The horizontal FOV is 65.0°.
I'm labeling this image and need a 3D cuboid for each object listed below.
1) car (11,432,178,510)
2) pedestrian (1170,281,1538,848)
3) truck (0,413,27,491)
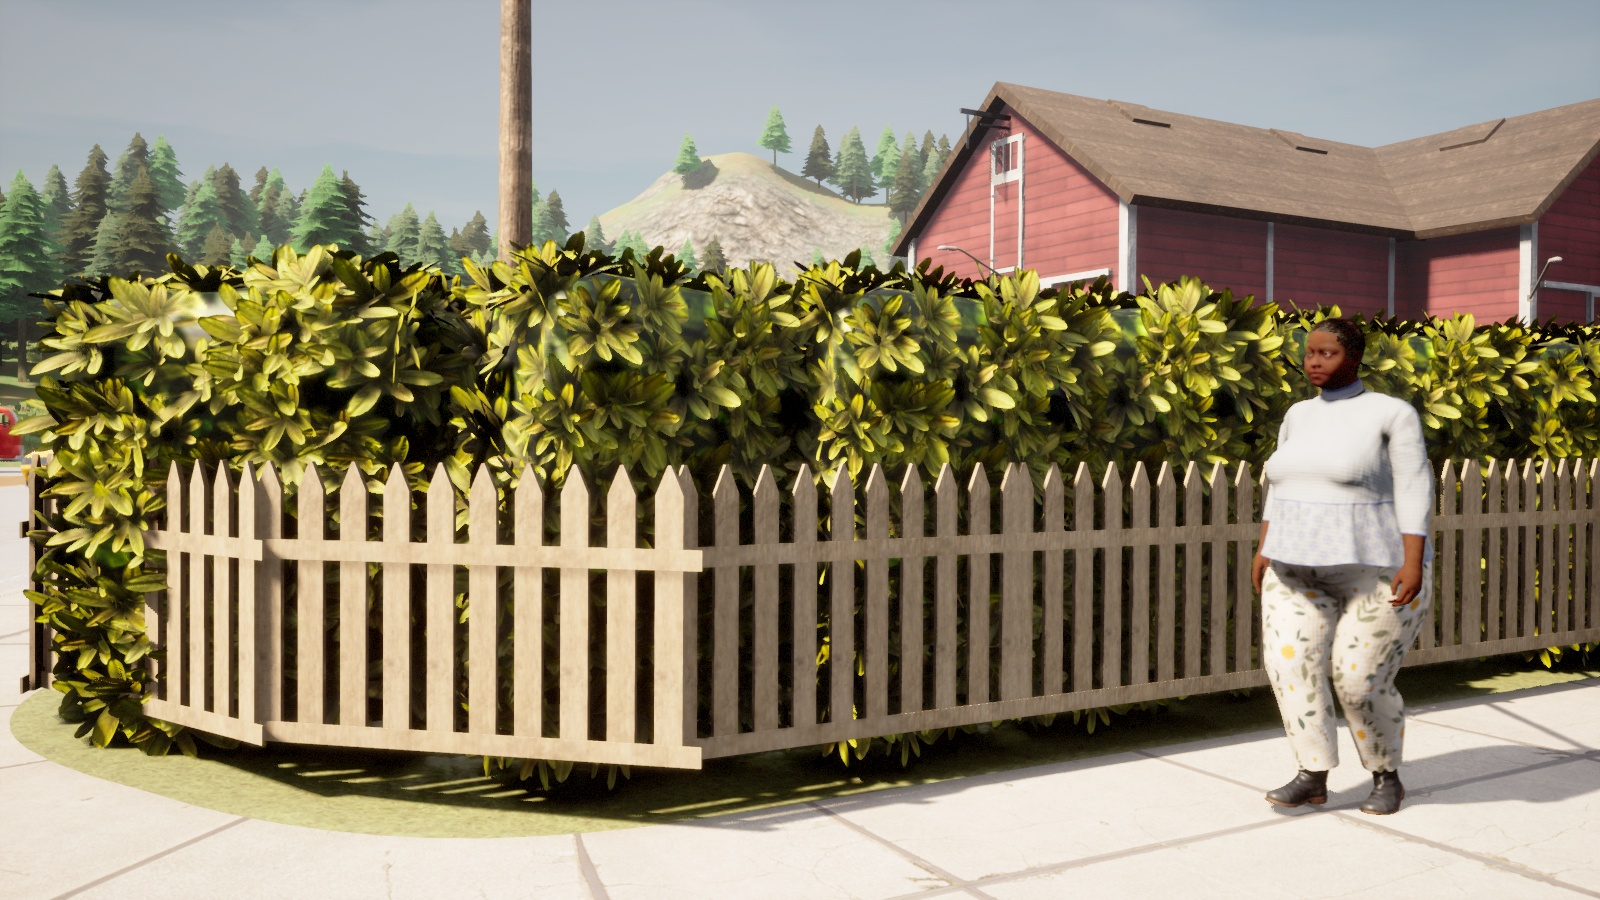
[{"bbox_3d":[-16.001,0.410,28.821,1.801,1.575,5.366,-1,1,-12],"label":"car"},{"bbox_3d":[2.051,0.366,4.697,0.900,1.855,0.874,-1,1,-29],"label":"pedestrian"},{"bbox_3d":[-27.805,0.087,40.065,5.204,2.467,2.627,-1,1,-29],"label":"truck"}]
